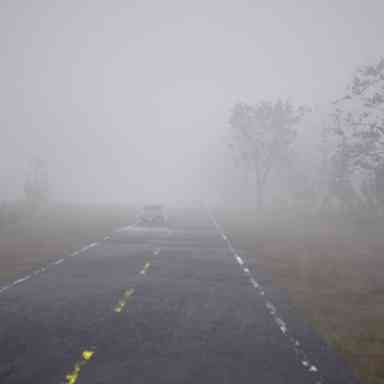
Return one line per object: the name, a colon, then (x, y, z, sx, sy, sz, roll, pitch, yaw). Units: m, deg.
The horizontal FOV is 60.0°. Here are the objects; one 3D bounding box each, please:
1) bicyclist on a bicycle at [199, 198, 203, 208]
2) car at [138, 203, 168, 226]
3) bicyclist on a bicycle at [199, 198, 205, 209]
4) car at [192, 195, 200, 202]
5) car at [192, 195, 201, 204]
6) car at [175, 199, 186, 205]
bicyclist on a bicycle: (1.430, 1.742, 53.902, 0.582, 1.620, 1.656, -1, -1, 1)
car: (-2.824, 1.630, 24.831, 1.837, 1.490, 4.892, 0, 0, 1)
bicyclist on a bicycle: (1.369, 1.683, 45.651, 0.866, 1.612, 1.509, 0, 0, 0)
car: (0.961, 1.633, 84.355, 2.097, 1.767, 4.553, 0, 0, 1)
car: (0.855, 1.925, 74.100, 1.812, 1.442, 4.674, 0, 0, 1)
car: (-2.241, 1.949, 66.255, 1.895, 1.301, 4.718, 0, 0, 1)
